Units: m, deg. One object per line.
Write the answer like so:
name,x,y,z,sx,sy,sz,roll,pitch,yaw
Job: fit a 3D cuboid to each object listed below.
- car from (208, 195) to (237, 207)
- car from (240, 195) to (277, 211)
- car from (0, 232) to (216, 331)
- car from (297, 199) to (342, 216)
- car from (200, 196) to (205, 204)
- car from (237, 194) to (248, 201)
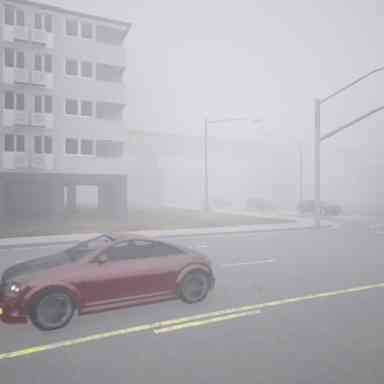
car,4.509,1.505,51.301,1.837,1.490,4.892,0,0,-21
car,8.660,1.492,42.017,2.128,1.511,4.902,0,0,-25
car,-1.609,1.564,6.811,4.181,1.385,1.994,0,0,-28
car,12.713,1.505,33.453,1.837,1.490,4.892,0,0,-25
car,2.534,1.505,61.434,1.837,1.490,4.892,0,0,3
car,11.176,1.540,75.348,2.033,1.411,5.357,0,0,41
